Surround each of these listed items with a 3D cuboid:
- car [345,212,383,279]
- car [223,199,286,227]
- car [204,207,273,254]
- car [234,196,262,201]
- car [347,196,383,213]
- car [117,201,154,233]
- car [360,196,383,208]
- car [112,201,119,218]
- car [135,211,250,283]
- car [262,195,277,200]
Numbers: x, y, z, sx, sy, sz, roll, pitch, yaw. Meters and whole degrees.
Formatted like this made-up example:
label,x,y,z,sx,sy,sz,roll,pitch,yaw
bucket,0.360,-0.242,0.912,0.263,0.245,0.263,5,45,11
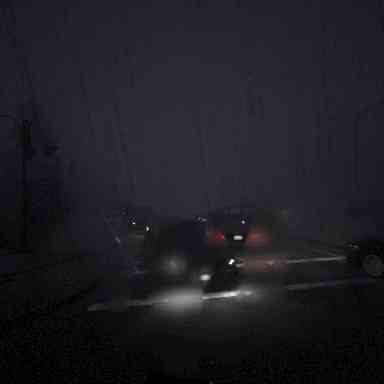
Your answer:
label,x,y,z,sx,sy,sz,roll,pitch,yaw
car,6.531,1.475,8.238,5.008,1.535,1.882,0,0,39
car,2.848,1.467,19.896,5.357,1.411,2.033,-3,1,-15
car,1.351,1.538,13.389,2.033,1.411,5.357,0,0,-4
car,7.366,1.287,46.156,2.007,1.523,4.514,0,0,-17
car,15.598,1.356,29.196,1.970,1.475,3.806,0,0,-17
car,-3.101,1.529,19.945,2.033,1.411,5.357,0,0,-17
car,23.911,1.274,43.180,1.845,1.501,3.633,0,0,-17
car,-6.258,1.515,30.098,2.033,1.411,5.357,0,0,-17
car,-0.371,1.543,10.110,2.033,1.411,5.357,0,0,-15
car,10.355,1.277,47.111,2.152,1.636,5.027,0,0,-17
